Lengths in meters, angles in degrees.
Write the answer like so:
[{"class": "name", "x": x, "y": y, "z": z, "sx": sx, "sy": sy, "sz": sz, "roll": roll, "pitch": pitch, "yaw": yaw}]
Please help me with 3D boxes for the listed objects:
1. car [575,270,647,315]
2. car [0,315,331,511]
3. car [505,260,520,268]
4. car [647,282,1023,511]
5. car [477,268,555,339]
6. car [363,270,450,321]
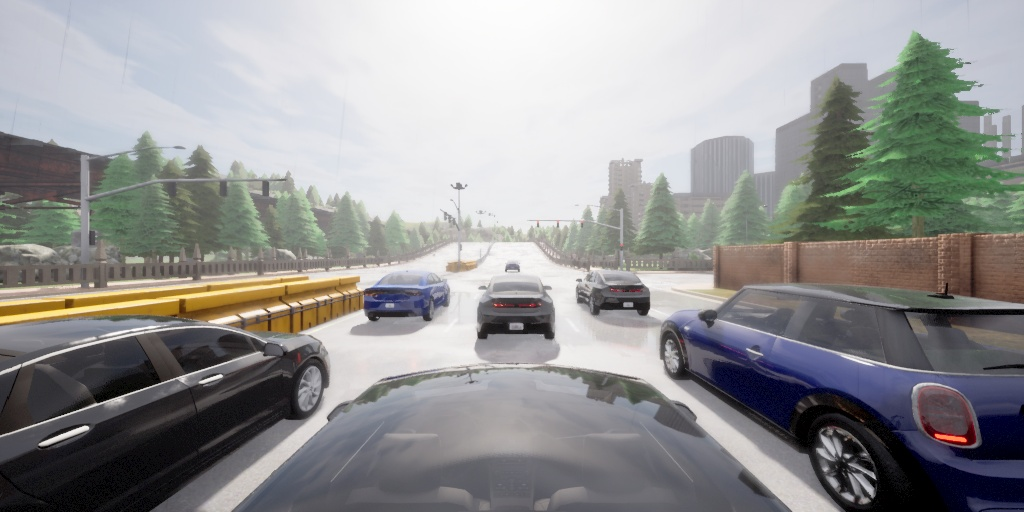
[{"class": "car", "x": 3.614, "y": 1.255, "z": 13.478, "sx": 1.837, "sy": 1.490, "sz": 4.892, "roll": 0, "pitch": 0, "yaw": 1}, {"class": "car", "x": -3.400, "y": 1.255, "z": 2.973, "sx": 1.837, "sy": 1.490, "sz": 4.892, "roll": 0, "pitch": 0, "yaw": 0}, {"class": "car", "x": 0.068, "y": 1.276, "z": 46.190, "sx": 1.812, "sy": 1.442, "sz": 4.674, "roll": 0, "pitch": 0, "yaw": 0}, {"class": "car", "x": 3.601, "y": 1.102, "z": 4.393, "sx": 2.097, "sy": 1.767, "sz": 4.553, "roll": 0, "pitch": 0, "yaw": 0}, {"class": "car", "x": 0.096, "y": 1.255, "z": 10.043, "sx": 1.837, "sy": 1.490, "sz": 4.892, "roll": 0, "pitch": 0, "yaw": 0}, {"class": "car", "x": -3.404, "y": 1.228, "z": 12.466, "sx": 1.882, "sy": 1.535, "sz": 5.008, "roll": 0, "pitch": 0, "yaw": 0}]
